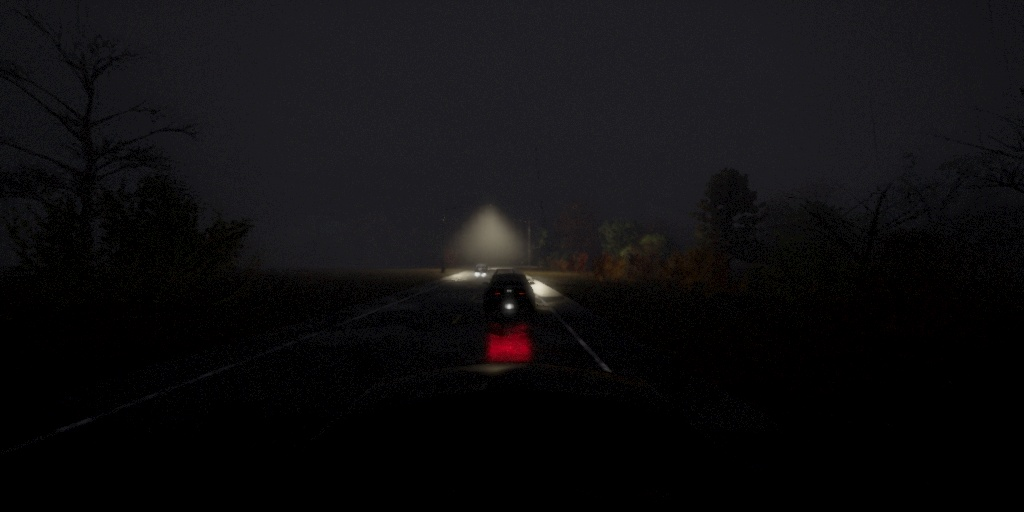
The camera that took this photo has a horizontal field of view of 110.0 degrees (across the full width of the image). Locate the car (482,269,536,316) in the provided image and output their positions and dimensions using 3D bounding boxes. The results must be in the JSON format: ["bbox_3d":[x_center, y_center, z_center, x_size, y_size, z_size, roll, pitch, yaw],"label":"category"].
[{"bbox_3d":[-0.117,1.422,14.175,1.837,1.490,4.892,0,0,-1],"label":"car"}]

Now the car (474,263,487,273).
[{"bbox_3d":[-5.029,1.966,58.467,2.128,1.511,4.902,0,-1,-1],"label":"car"}]
